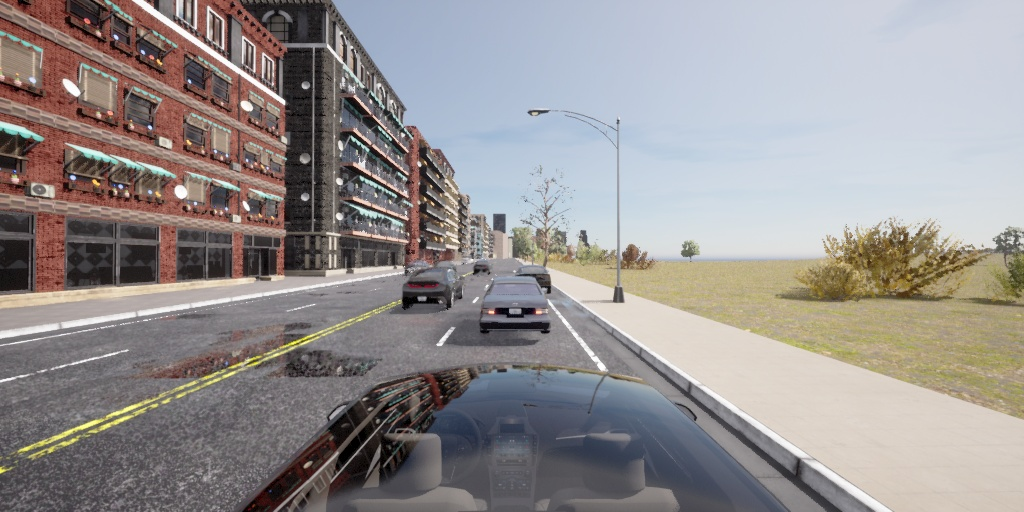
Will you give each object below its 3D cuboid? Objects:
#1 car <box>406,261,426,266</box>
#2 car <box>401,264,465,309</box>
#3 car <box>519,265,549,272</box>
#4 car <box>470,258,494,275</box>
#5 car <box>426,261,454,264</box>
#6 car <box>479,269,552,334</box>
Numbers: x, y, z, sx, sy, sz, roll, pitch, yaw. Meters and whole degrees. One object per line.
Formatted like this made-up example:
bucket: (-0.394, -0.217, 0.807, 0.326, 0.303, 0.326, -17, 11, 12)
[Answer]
car: (-9.904, 1.243, 37.760, 2.128, 1.511, 4.902, 0, 0, 0)
car: (-3.171, 1.256, 15.048, 1.837, 1.490, 4.892, 0, 0, 0)
car: (1.109, 1.230, 20.396, 1.882, 1.535, 5.008, 0, 0, 0)
car: (-3.206, 1.257, 39.871, 1.837, 1.490, 4.892, 0, 0, 0)
car: (-6.650, 1.229, 35.202, 1.882, 1.535, 5.008, 0, 0, 0)
car: (0.089, 1.299, 10.632, 2.033, 1.411, 5.357, 0, 0, 0)
